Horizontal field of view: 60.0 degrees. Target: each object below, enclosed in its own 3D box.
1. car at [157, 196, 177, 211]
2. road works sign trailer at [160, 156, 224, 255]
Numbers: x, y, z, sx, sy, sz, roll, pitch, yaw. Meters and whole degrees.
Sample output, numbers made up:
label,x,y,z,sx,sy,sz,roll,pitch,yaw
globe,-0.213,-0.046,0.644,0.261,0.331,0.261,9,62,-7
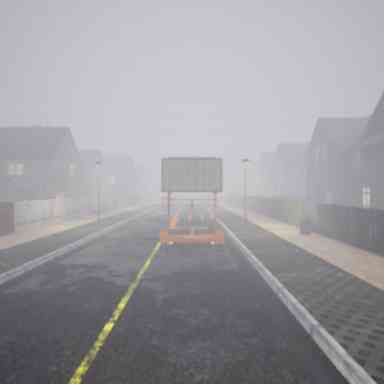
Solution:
label,x,y,z,sx,sy,sz,roll,pitch,yaw
car,-2.846,1.257,39.211,2.097,1.767,4.553,0,0,0
road works sign trailer,0.004,0.412,13.024,2.380,3.560,2.880,0,0,0
